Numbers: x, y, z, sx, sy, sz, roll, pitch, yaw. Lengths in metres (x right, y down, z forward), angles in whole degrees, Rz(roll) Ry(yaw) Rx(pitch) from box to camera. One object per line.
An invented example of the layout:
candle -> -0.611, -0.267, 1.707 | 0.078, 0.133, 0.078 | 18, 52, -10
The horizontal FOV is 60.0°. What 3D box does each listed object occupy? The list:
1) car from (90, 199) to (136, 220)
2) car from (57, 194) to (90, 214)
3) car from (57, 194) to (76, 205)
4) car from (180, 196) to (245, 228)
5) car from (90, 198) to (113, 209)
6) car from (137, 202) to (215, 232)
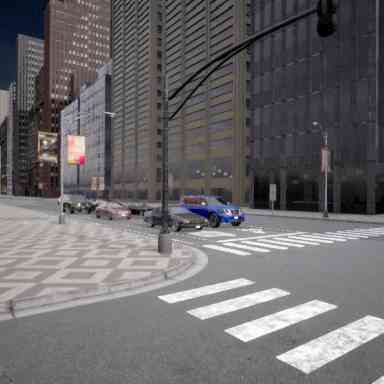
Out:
car -> -6.879, 1.585, 28.747 | 1.812, 1.442, 4.674 | 1, -1, -36
car -> -13.103, 1.324, 37.471 | 2.150, 2.045, 5.566 | 1, -1, -36
car -> -24.725, 1.491, 65.215 | 2.150, 2.045, 5.566 | 1, -1, -36
car -> 1.145, 1.269, 23.103 | 2.150, 2.045, 5.566 | 1, -1, -36
car -> -13.544, 1.697, 49.580 | 1.837, 1.490, 4.892 | 1, -1, -36
car -> -1.182, 1.569, 20.780 | 2.033, 1.411, 5.357 | 1, -1, -35
